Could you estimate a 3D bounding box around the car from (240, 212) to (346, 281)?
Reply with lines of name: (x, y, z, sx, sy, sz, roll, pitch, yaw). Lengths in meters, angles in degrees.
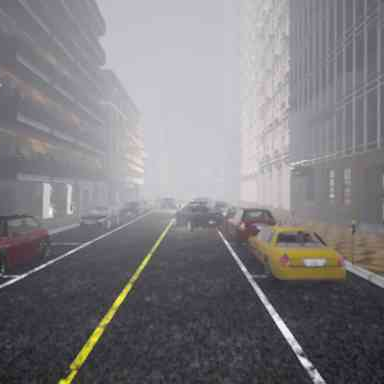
car: (2.695, 1.513, 9.621, 1.752, 1.417, 4.829, 0, 0, 0)

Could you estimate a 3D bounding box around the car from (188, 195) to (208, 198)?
car: (0.921, 1.313, 36.229, 2.097, 1.767, 4.553, 0, 0, 0)

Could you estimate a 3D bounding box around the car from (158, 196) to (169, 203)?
car: (-5.653, 1.527, 65.941, 1.802, 1.307, 4.206, 0, 0, 0)

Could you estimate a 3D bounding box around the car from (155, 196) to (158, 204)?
car: (-5.656, 1.388, 60.292, 1.967, 1.590, 4.097, 0, 0, 0)

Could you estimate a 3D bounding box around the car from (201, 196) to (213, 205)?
car: (2.724, 1.492, 60.287, 1.887, 1.381, 4.507, 0, 0, 0)

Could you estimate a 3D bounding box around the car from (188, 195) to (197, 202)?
car: (0.042, 1.281, 71.666, 1.812, 1.442, 4.674, 0, 0, 0)

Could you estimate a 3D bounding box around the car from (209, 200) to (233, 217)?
car: (2.709, 1.530, 32.045, 1.947, 1.339, 4.313, 0, 0, 0)

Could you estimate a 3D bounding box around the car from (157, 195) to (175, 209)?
car: (-3.061, 1.434, 43.917, 1.882, 1.535, 5.008, 0, 0, 0)

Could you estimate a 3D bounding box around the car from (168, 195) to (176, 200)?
car: (-5.637, 1.491, 94.184, 2.008, 1.369, 4.403, 0, 0, 0)

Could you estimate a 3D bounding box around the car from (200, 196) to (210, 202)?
car: (2.731, 1.493, 71.585, 2.008, 1.369, 4.403, 0, 0, 0)

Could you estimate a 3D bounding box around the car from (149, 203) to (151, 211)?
car: (-5.669, 1.486, 37.529, 1.752, 1.417, 4.829, 0, 0, 0)

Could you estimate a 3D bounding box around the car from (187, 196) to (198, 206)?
car: (0.033, 1.475, 55.939, 1.812, 1.442, 4.674, 0, 0, 0)

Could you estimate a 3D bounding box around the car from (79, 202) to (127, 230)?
car: (-5.679, 1.527, 20.752, 2.008, 1.369, 4.403, 0, 0, 0)

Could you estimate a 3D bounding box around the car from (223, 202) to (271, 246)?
car: (2.699, 1.422, 15.098, 1.967, 1.590, 4.097, 0, 0, 0)

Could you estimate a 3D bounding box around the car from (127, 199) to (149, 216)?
car: (-5.673, 1.531, 32.049, 1.947, 1.339, 4.313, 0, 0, 0)

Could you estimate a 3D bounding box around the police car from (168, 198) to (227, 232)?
police car: (0.259, 1.401, 20.247, 1.930, 1.638, 5.238, 0, 0, -18)

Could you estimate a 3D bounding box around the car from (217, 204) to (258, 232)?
car: (2.701, 1.526, 20.748, 2.008, 1.369, 4.403, 0, 0, 0)

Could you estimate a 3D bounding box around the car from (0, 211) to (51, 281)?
car: (-5.685, 1.429, 9.456, 1.967, 1.590, 4.097, 0, 0, 0)
